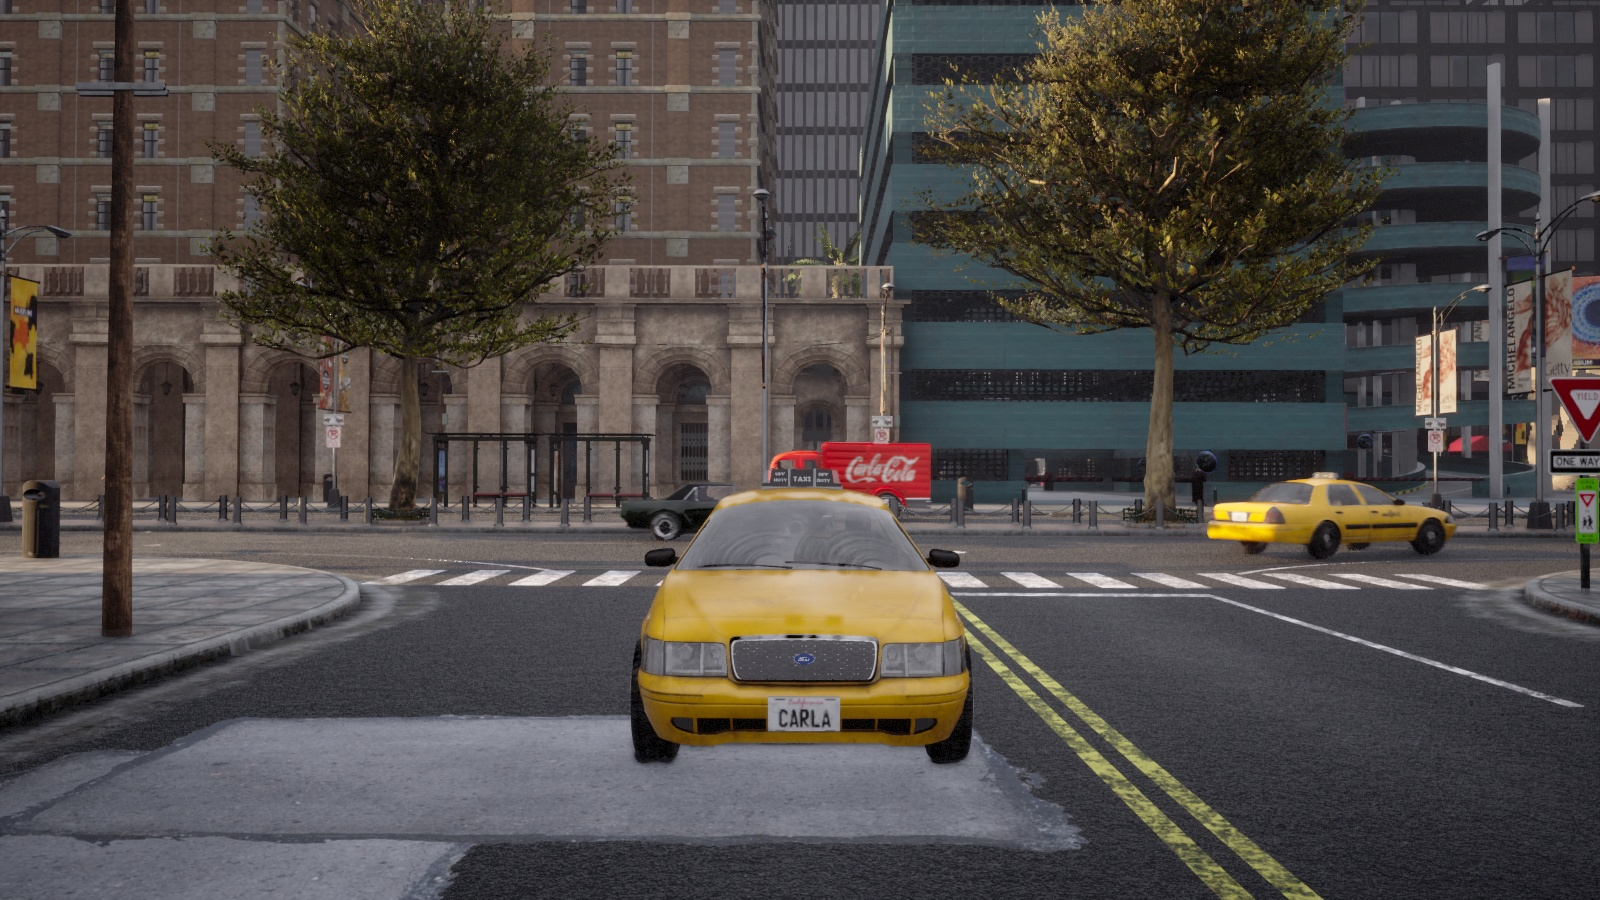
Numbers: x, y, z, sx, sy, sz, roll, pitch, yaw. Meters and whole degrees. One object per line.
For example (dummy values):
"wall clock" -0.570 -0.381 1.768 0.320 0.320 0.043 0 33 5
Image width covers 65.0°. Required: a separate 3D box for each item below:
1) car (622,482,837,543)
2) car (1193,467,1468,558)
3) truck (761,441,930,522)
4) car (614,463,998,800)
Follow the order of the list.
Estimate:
"car" -1.541 1.400 28.562 4.718 1.301 1.895 0 -1 1
"car" 10.159 1.114 23.927 5.366 1.575 1.801 0 -1 -27
"truck" 1.424 0.993 40.030 5.204 2.467 2.627 0 -1 1
"car" 0.017 0.898 8.599 1.801 1.575 5.366 0 -1 0
